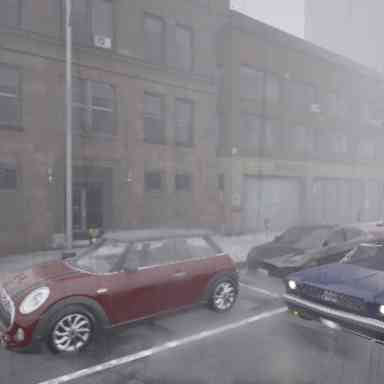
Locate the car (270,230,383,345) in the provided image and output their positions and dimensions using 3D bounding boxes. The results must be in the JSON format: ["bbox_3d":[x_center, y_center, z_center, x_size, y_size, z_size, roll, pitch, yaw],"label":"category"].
[{"bbox_3d":[3.801,1.593,6.087,4.718,1.301,1.895,0,0,-35],"label":"car"}]

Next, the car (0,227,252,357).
[{"bbox_3d":[-1.141,1.438,5.952,4.097,1.590,1.967,0,0,-35],"label":"car"}]

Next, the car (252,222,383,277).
[{"bbox_3d":[3.475,1.556,9.243,4.313,1.339,1.947,0,0,-35],"label":"car"}]
